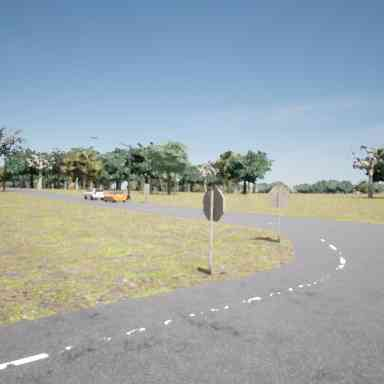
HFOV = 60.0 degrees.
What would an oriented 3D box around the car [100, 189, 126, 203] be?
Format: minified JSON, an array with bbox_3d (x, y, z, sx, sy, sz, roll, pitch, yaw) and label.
[{"bbox_3d":[-12.158,0.698,52.107,2.097,1.767,4.553,2,0,-36],"label":"car"}]

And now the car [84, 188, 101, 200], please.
[{"bbox_3d":[-17.513,0.387,59.617,2.150,2.045,5.566,2,0,-36],"label":"car"}]
